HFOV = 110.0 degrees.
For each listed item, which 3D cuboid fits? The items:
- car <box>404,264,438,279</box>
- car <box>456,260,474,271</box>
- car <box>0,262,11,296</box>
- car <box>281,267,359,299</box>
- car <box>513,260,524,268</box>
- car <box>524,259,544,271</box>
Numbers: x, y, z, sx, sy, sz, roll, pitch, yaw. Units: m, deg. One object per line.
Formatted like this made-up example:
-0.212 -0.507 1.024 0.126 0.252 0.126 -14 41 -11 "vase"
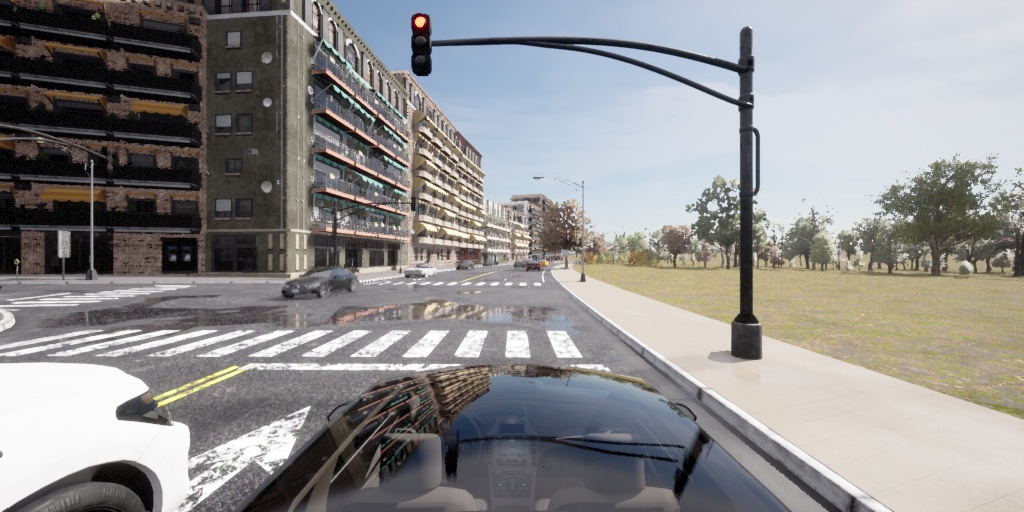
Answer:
-8.558 1.407 33.869 1.895 1.301 4.718 0 0 4 "car"
-6.758 1.379 52.167 1.837 1.490 4.892 0 0 7 "car"
-23.799 0.914 13.606 5.357 1.411 2.033 1 0 -19 "car"
-9.471 1.291 18.170 1.812 1.442 4.674 0 0 3 "car"
1.431 1.426 63.841 2.128 1.511 4.902 0 0 9 "car"
3.224 1.353 51.882 1.882 1.535 5.008 0 0 7 "car"
